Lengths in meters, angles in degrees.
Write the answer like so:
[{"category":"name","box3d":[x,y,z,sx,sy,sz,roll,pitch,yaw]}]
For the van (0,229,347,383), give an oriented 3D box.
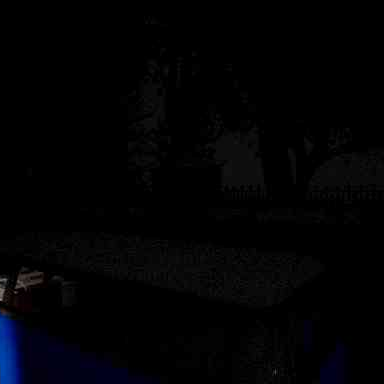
[{"category":"van","box3d":[-0.657,1.341,3.180,3.998,1.788,1.690,0,0,35]}]
